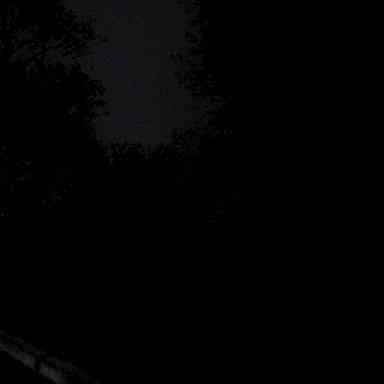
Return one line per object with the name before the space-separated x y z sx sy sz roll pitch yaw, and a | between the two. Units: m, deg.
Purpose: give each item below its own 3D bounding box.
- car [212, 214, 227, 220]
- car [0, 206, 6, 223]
car | 5.682 4.729 62.839 1.895 1.301 4.718 -1 -4 35
car | -18.723 2.012 27.937 2.150 2.045 5.566 -1 -4 32
